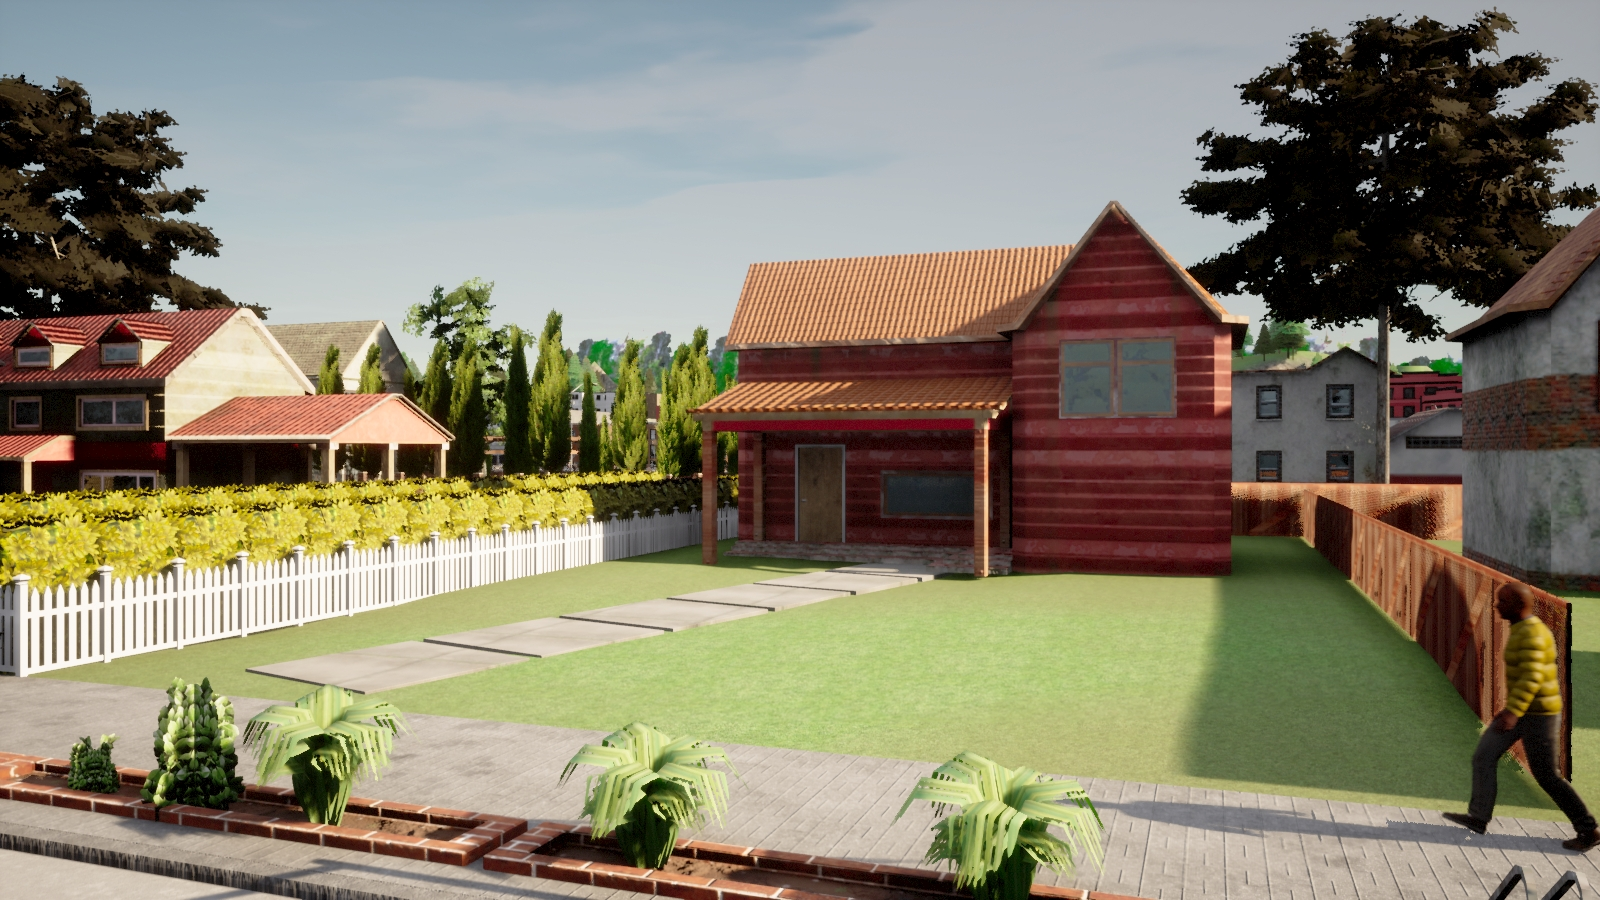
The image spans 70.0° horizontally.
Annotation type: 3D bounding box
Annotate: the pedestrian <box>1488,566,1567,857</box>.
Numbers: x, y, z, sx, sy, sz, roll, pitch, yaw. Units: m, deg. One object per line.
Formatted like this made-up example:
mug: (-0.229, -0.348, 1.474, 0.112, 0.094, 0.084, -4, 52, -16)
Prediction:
pedestrian: (4.930, 1.744, 7.753, 0.375, 1.860, 0.375, 0, 0, 20)
